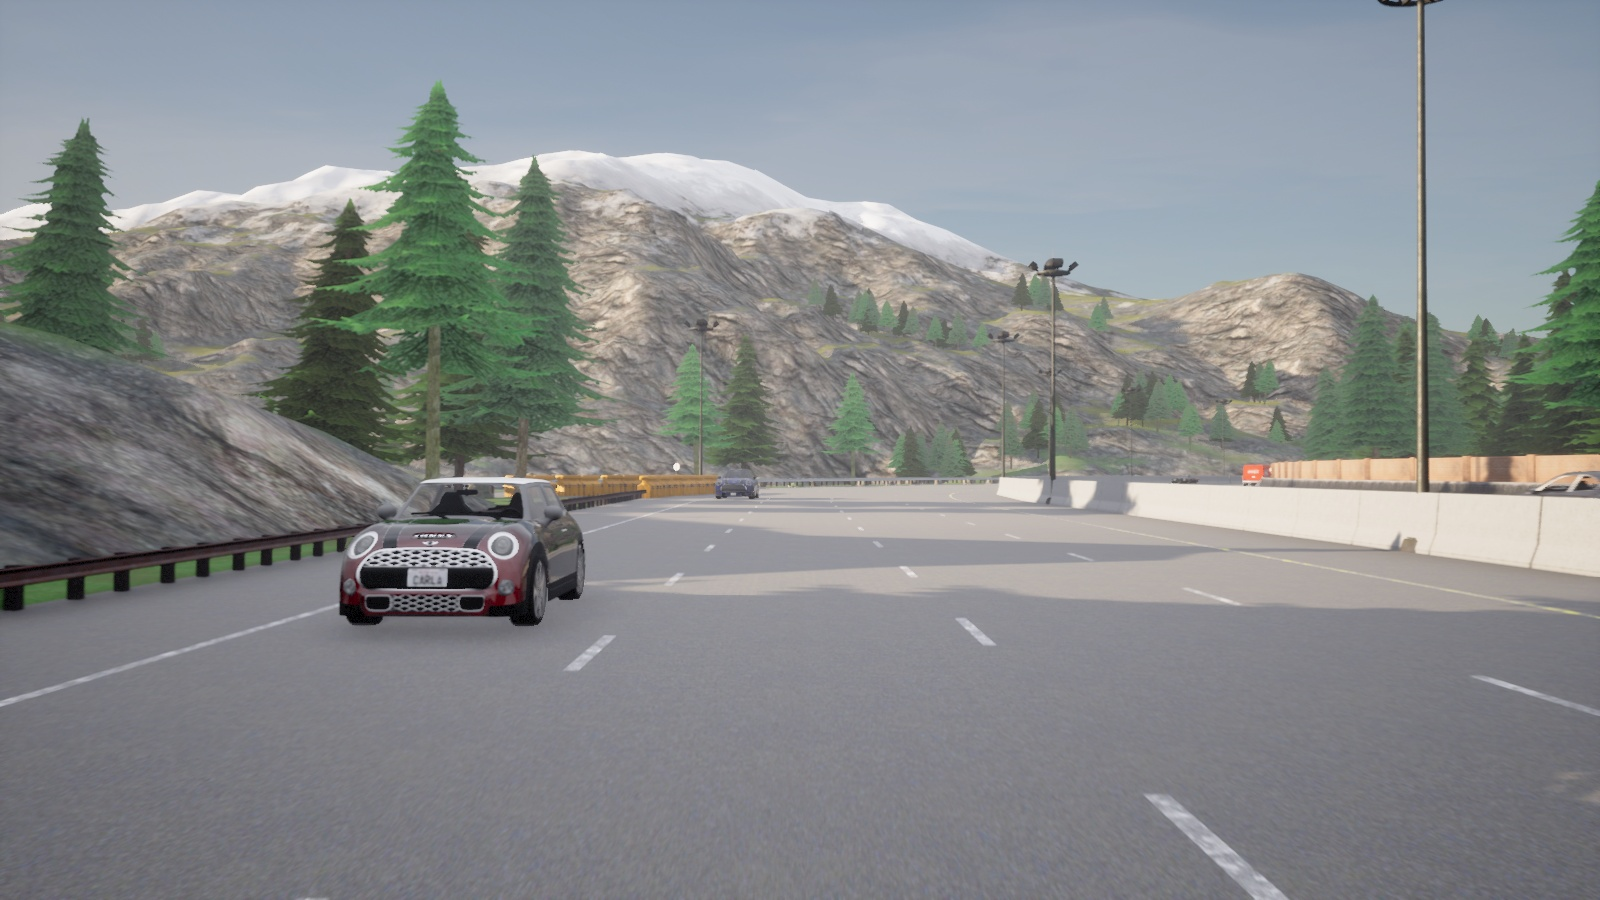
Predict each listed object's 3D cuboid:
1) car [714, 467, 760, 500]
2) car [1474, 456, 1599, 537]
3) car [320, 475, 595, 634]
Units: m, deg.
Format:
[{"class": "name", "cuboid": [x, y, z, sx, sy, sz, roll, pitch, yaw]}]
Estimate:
[{"class": "car", "cuboid": [-3.459, 1.851, 69.558, 2.097, 1.767, 4.553, 0, -1, 3]}, {"class": "car", "cuboid": [17.431, 0.991, 27.948, 2.152, 1.651, 5.027, 0, -1, 0]}, {"class": "car", "cuboid": [-3.534, 1.023, 13.710, 1.970, 1.475, 3.806, 0, -1, 0]}]
